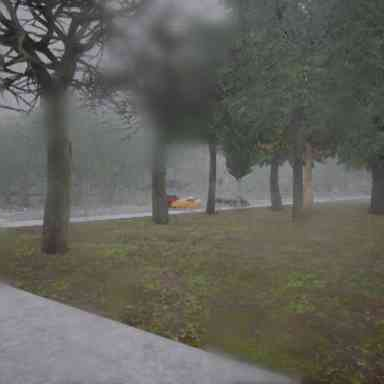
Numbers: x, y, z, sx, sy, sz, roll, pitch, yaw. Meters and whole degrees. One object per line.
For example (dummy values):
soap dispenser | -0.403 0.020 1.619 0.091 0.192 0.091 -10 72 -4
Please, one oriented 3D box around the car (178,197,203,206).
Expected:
car | -0.162 1.644 56.882 1.812 1.442 4.674 0 0 35

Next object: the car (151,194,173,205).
car | -3.295 1.326 46.875 2.150 2.045 5.566 0 0 35

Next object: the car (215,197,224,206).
car | 5.386 1.613 59.070 1.837 1.490 4.892 0 0 35

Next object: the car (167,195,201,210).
car | -0.666 1.556 44.966 1.882 1.535 5.008 0 0 35

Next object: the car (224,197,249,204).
car | 8.034 1.584 57.186 1.882 1.535 5.008 0 0 35
